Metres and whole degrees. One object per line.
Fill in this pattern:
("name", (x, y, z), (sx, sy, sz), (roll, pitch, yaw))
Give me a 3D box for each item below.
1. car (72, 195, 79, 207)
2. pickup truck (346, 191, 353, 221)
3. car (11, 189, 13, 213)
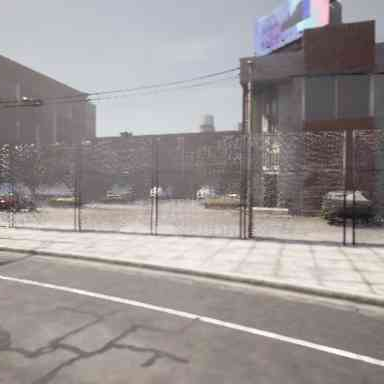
("car", (-14.389, 0.971, 37.231), (4.193, 1.474, 1.816), (1, 1, 17))
("pickup truck", (9.689, 0.950, 21.363), (2.390, 2.098, 6.274), (1, 1, 17))
("car", (-16.571, 0.874, 29.951), (4.553, 1.767, 2.185), (1, 1, 17))
